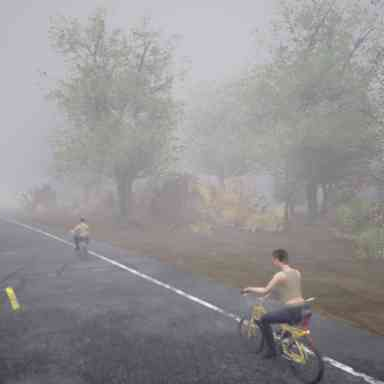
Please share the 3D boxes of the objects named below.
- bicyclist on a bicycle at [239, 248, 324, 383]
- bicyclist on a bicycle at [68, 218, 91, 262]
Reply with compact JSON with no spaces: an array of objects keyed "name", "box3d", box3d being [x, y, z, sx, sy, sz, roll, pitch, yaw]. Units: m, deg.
[{"name":"bicyclist on a bicycle","box3d":[1.139,1.569,4.534,0.866,1.612,1.509,1,-2,-33]},{"name":"bicyclist on a bicycle","box3d":[-4.206,1.769,12.627,0.866,1.612,1.509,1,-2,-33]}]
